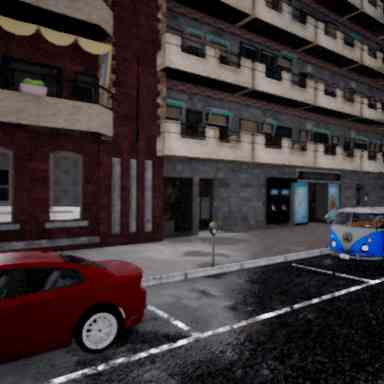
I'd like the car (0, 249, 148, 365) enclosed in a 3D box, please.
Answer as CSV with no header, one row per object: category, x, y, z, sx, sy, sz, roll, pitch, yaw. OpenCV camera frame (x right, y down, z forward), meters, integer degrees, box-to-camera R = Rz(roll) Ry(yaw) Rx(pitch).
car,-2.807,1.545,4.553,4.507,1.381,1.887,0,0,-35

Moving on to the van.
van,6.188,1.369,10.964,3.998,1.788,1.690,0,0,-35
